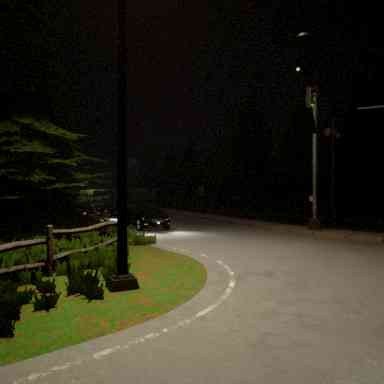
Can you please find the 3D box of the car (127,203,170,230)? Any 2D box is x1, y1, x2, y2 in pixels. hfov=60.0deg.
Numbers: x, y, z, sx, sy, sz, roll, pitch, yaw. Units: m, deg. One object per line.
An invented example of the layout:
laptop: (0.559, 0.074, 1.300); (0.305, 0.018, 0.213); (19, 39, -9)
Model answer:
car: (-2.892, 1.478, 20.722); (1.837, 1.490, 4.892); (0, 0, -25)

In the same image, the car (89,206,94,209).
car: (-11.224, 1.499, 39.098); (1.812, 1.442, 4.674); (0, 0, -24)

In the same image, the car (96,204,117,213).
car: (-7.047, 1.537, 29.766); (1.994, 1.385, 4.181); (0, 0, -24)
